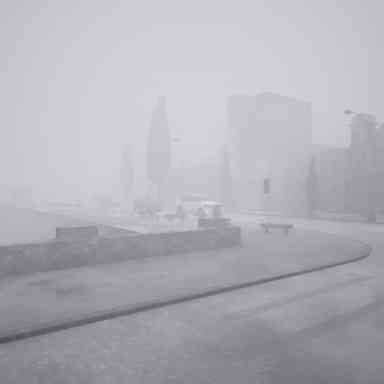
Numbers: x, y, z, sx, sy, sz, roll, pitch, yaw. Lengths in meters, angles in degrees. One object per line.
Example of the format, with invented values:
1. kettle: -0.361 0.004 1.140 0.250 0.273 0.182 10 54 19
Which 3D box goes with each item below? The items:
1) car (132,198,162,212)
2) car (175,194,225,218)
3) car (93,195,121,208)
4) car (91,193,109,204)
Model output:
1. car: -5.339 1.504 38.745 1.837 1.490 4.892 0 0 -36
2. car: 0.577 1.221 30.454 2.150 2.045 5.566 0 0 -36
3. car: -12.058 1.547 48.209 2.033 1.411 5.357 0 0 -35
4. car: -17.213 1.211 62.582 2.150 2.045 5.566 0 -1 -36
